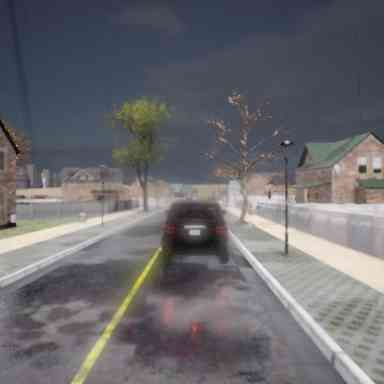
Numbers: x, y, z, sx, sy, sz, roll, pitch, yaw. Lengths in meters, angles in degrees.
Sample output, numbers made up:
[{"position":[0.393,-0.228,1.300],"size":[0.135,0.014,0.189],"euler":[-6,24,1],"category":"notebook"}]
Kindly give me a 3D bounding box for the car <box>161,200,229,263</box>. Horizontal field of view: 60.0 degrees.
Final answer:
[{"position":[0.135,1.294,12.432],"size":[2.150,2.045,5.566],"euler":[0,0,1],"category":"car"}]

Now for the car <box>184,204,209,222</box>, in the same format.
[{"position":[0.379,1.747,28.627],"size":[1.994,1.385,4.181],"euler":[0,-1,1],"category":"car"}]

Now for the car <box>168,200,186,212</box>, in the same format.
[{"position":[-2.050,1.892,45.957],"size":[2.033,1.411,5.357],"euler":[0,-1,2],"category":"car"}]
